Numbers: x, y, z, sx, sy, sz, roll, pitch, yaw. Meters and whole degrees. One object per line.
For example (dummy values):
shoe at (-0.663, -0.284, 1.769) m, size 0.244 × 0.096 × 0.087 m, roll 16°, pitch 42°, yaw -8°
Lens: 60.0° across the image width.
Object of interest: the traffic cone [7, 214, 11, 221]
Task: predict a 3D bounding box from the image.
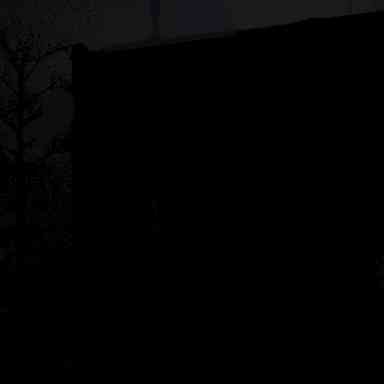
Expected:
traffic cone at (-16.965, 2.346, 30.900) m, size 0.340 × 0.580 × 0.340 m, roll 1°, pitch 0°, yaw -15°
